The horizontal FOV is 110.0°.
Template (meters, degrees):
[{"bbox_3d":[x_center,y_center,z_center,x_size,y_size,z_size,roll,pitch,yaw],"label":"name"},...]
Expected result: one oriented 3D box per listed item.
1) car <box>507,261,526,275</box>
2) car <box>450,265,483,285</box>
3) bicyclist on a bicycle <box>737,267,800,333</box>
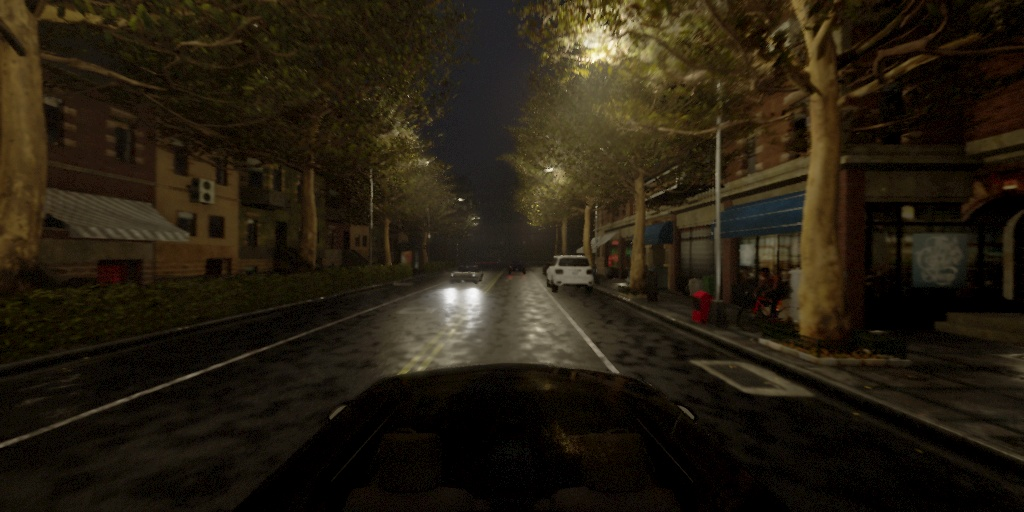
[{"bbox_3d":[0.552,1.243,39.516,1.812,1.442,4.674,0,0,1],"label":"car"},{"bbox_3d":[-3.208,1.352,25.864,1.895,1.301,4.718,0,0,1],"label":"car"},{"bbox_3d":[6.331,1.098,8.768,1.656,1.620,0.582,0,0,1],"label":"bicyclist on a bicycle"}]
